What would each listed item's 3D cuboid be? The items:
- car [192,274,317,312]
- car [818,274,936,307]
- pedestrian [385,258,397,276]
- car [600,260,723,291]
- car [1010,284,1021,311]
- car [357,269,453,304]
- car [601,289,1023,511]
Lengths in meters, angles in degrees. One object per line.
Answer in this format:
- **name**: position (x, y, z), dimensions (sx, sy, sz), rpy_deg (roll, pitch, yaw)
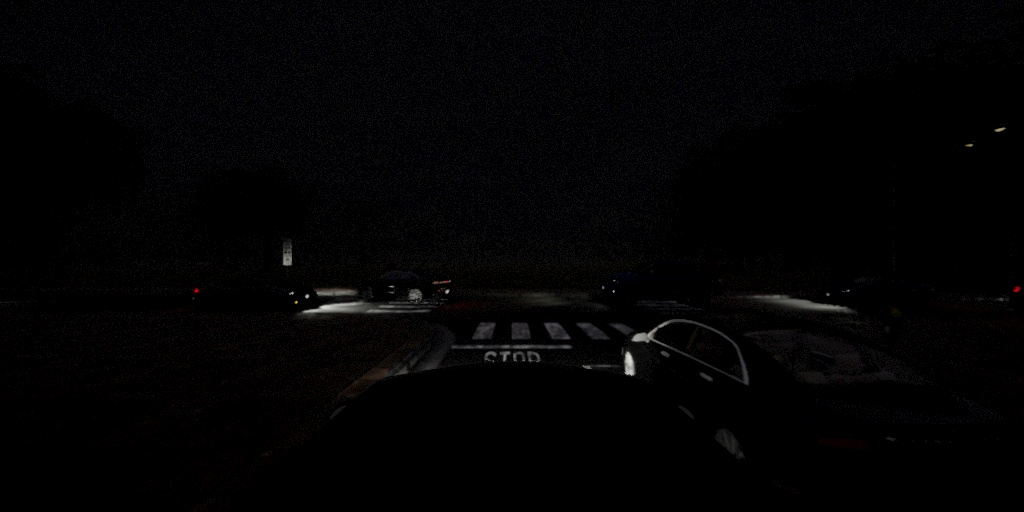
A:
- **car**: position (-10.317, 1.447, 14.572), dimensions (4.181, 1.385, 1.994), rpy_deg (0, 1, -1)
- **car**: position (17.778, 1.615, 17.533), dimensions (4.674, 1.442, 1.812), rpy_deg (0, 1, 0)
- **pedestrian**: position (-6.879, 0.986, 20.433), dimensions (0.375, 1.860, 0.375), rpy_deg (0, 0, 0)
- **car**: position (7.216, 1.214, 17.534), dimensions (5.566, 2.045, 2.150), rpy_deg (1, 1, 0)
- **car**: position (23.687, 1.530, 14.591), dimensions (4.553, 1.767, 2.097), rpy_deg (1, 1, 0)
- **car**: position (-5.225, 1.380, 17.315), dimensions (4.902, 1.511, 2.128), rpy_deg (1, 0, 22)
- **car**: position (2.637, 1.330, 4.238), dimensions (2.007, 1.370, 4.403), rpy_deg (0, 0, 0)
